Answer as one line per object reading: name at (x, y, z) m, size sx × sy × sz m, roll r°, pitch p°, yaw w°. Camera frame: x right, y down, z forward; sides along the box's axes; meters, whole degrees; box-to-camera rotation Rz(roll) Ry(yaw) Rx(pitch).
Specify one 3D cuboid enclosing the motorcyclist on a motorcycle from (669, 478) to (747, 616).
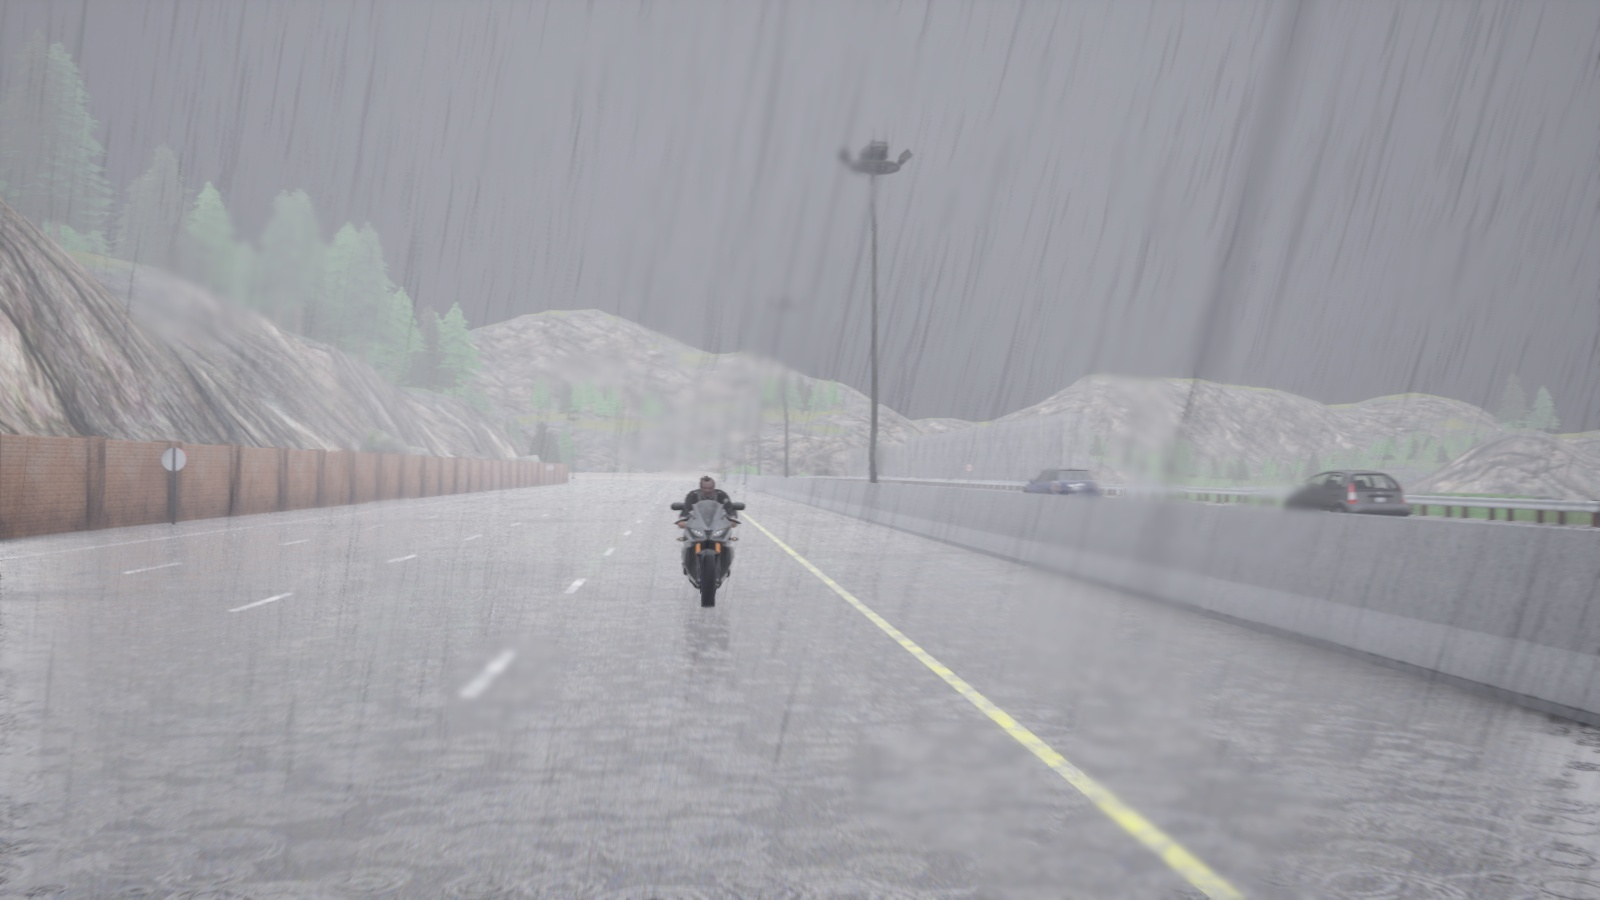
motorcyclist on a motorcycle at (-1.127, 1.111, 15.168) m, size 0.866 × 1.530 × 2.191 m, roll 0°, pitch -1°, yaw -5°

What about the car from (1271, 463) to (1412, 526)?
car at (14.717, 1.189, 34.404) m, size 1.851 × 1.617 × 3.988 m, roll 0°, pitch -1°, yaw -5°

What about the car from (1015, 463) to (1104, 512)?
car at (9.938, 1.417, 48.484) m, size 2.097 × 1.767 × 4.553 m, roll 0°, pitch -1°, yaw -5°
